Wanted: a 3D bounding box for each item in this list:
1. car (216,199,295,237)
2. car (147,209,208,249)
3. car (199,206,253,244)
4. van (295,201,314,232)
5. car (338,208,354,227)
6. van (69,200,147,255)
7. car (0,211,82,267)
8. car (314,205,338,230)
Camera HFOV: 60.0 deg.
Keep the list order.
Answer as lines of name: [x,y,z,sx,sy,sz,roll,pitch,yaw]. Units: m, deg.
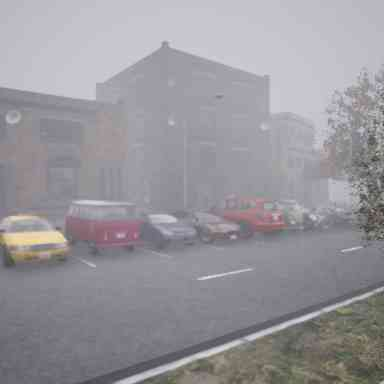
car: [2.524,1.390,18.687,2.435,2.045,5.566,1,-1,-39]
car: [-1.651,1.629,15.350,2.002,1.452,4.674,1,-1,-37]
car: [0.427,1.645,16.938,2.163,1.488,4.792,1,-1,-38]
van: [4.749,1.436,20.300,1.878,1.987,4.442,1,0,-39]
car: [8.971,1.705,23.842,2.231,1.521,4.892,1,0,-39]
van: [-3.878,1.334,13.800,1.878,1.987,4.442,1,-1,-37]
car: [-5.886,1.523,11.918,1.946,1.575,5.366,1,-1,-36]
car: [6.803,1.558,22.144,2.185,1.767,4.553,1,0,-39]
